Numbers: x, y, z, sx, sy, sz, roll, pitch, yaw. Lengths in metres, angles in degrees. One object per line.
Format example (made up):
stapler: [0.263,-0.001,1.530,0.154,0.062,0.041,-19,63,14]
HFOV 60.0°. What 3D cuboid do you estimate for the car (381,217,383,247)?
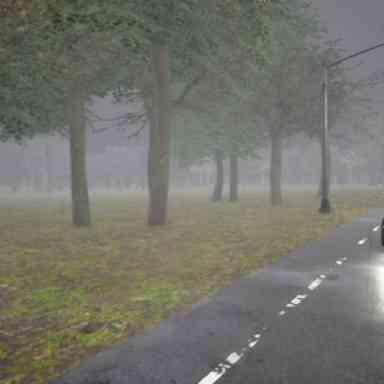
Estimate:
car: [7.870,0.853,11.358,2.097,1.767,4.553,0,2,36]
